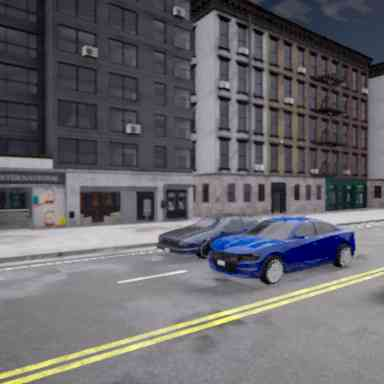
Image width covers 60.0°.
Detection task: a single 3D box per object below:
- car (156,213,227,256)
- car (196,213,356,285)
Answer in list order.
[{"bbox_3d":[1.339,1.539,12.625,5.357,1.411,2.033,0,0,-35],"label":"car"},{"bbox_3d":[2.753,1.469,9.643,5.008,1.535,1.882,0,0,-36],"label":"car"}]
